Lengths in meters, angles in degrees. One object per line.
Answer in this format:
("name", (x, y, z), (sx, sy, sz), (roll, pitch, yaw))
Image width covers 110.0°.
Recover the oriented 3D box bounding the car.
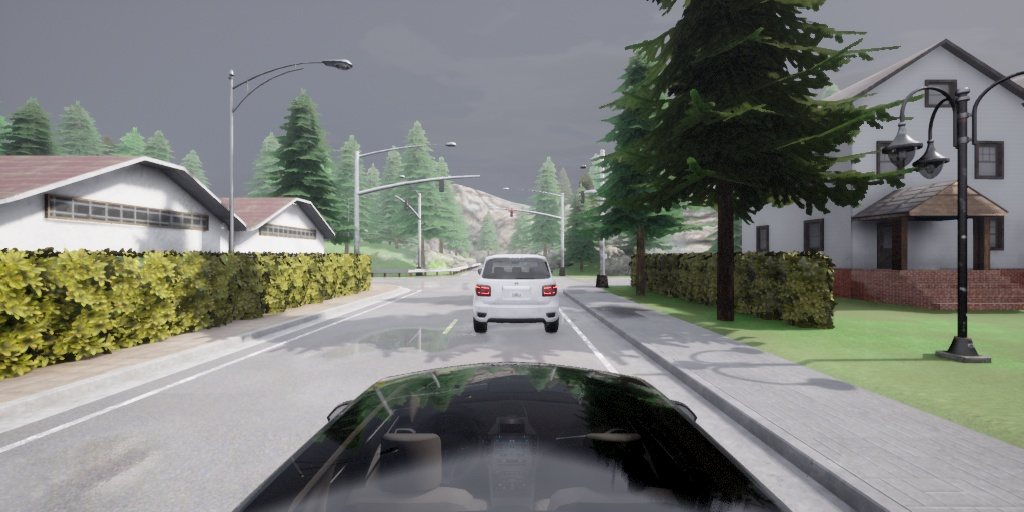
("car", (0.105, 0.971, 10.892), (2.150, 2.045, 5.566), (0, 0, 0))
